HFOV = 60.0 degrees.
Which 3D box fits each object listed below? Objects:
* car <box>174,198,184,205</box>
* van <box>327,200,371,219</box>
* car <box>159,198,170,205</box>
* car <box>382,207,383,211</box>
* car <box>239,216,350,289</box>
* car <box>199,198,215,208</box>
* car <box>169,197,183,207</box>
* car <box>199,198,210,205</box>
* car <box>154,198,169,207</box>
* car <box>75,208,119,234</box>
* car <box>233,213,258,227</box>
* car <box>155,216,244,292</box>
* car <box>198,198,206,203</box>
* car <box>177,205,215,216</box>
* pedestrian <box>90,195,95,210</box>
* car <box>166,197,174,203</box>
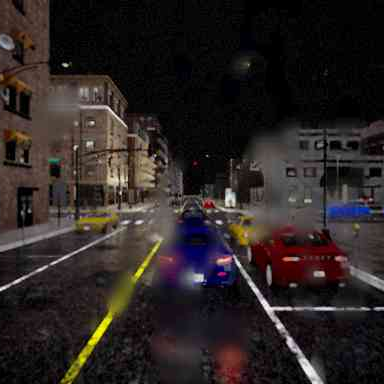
[{"bbox_3d":[-3.089,2.094,77.529,2.128,1.511,4.902,0,0,0],"label":"car"},{"bbox_3d":[14.623,1.622,31.403,3.998,1.788,1.690,0,0,0],"label":"van"},{"bbox_3d":[-5.776,2.062,70.162,2.008,1.369,4.403,0,0,0],"label":"car"},{"bbox_3d":[25.441,1.833,39.876,4.829,1.417,1.752,0,0,0],"label":"car"},{"bbox_3d":[2.675,1.606,9.229,1.887,1.381,4.507,0,0,0],"label":"car"},{"bbox_3d":[2.623,1.815,53.094,1.967,1.590,4.097,0,0,0],"label":"car"},{"bbox_3d":[-3.117,1.994,62.178,2.033,1.411,5.357,0,0,1],"label":"car"},{"bbox_3d":[2.604,2.062,70.184,2.008,1.369,4.403,0,0,0],"label":"car"},{"bbox_3d":[-5.763,1.971,58.768,2.008,1.369,4.403,0,0,0],"label":"car"},{"bbox_3d":[-5.719,1.664,20.447,1.752,1.417,4.829,0,0,0],"label":"car"},{"bbox_3d":[2.668,1.627,15.096,1.752,1.417,4.829,0,0,0],"label":"car"},{"bbox_3d":[0.094,1.586,8.971,1.812,1.442,4.674,0,-1,0],"label":"car"},{"bbox_3d":[2.584,2.203,87.273,2.008,1.369,4.403,-1,0,0],"label":"car"},{"bbox_3d":[0.079,1.693,19.202,1.994,1.385,4.181,0,0,0],"label":"car"},{"bbox_3d":[-12.679,1.363,42.493,0.375,1.860,0.375,0,0,0],"label":"pedestrian"},{"bbox_3d":[-5.796,2.176,87.081,1.752,1.417,4.829,0,0,0],"label":"car"}]
